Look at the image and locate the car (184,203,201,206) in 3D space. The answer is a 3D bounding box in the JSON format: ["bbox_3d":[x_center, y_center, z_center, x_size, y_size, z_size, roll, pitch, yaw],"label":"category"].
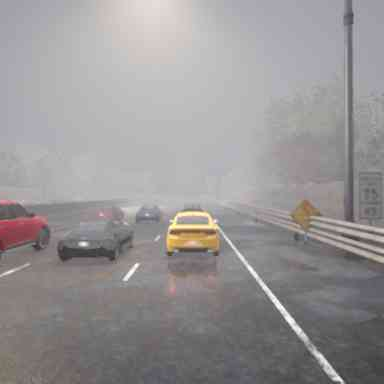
[{"bbox_3d":[0.047,1.682,27.547,1.837,1.490,4.892,0,0,1],"label":"car"}]

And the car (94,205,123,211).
[{"bbox_3d":[-6.950,1.742,27.676,1.994,1.385,4.181,0,0,1],"label":"car"}]

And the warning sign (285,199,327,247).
[{"bbox_3d":[4.546,1.199,13.323,1.300,1.860,1.060,0,-1,0],"label":"warning sign"}]

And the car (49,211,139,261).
[{"bbox_3d":[-3.452,1.644,12.657,1.994,1.385,4.181,0,0,0],"label":"car"}]

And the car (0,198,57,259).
[{"bbox_3d":[-6.968,1.295,11.465,2.150,2.045,5.566,0,0,1],"label":"car"}]

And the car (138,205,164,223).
[{"bbox_3d":[-3.450,1.741,27.659,1.994,1.385,4.181,0,0,1],"label":"car"}]

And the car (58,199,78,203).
[{"bbox_3d":[-21.026,1.952,57.646,1.994,1.385,4.181,0,0,1],"label":"car"}]

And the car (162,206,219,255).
[{"bbox_3d":[0.056,1.563,13.707,1.882,1.535,5.008,0,0,1],"label":"car"}]
